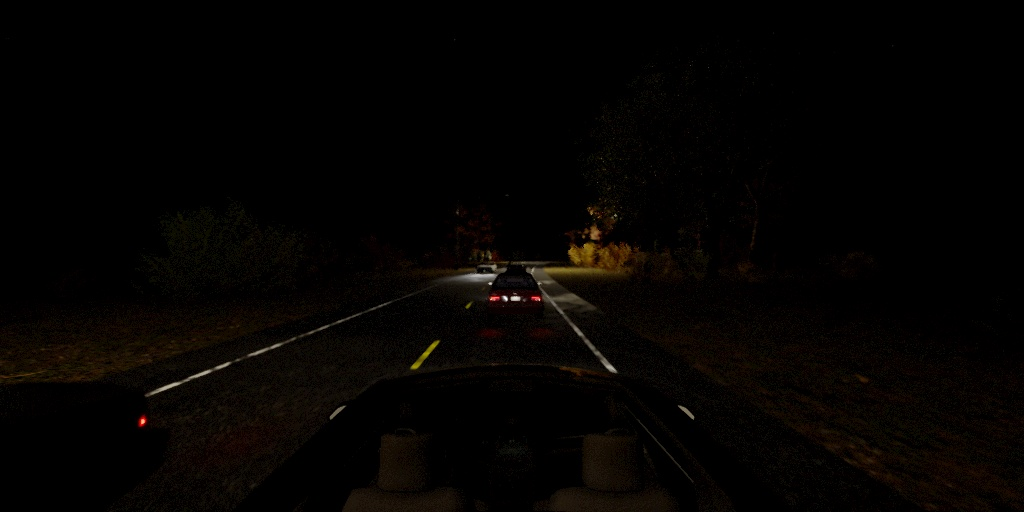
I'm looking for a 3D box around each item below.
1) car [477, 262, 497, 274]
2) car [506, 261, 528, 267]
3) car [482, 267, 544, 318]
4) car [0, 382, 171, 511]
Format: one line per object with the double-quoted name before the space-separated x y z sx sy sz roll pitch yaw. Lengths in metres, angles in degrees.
"car" -2.921 1.351 41.614 1.895 1.301 4.718 0 0 3
"car" 0.418 1.243 33.030 2.128 1.511 4.902 0 0 2
"car" 0.103 1.299 13.018 2.033 1.411 5.357 0 0 0
"car" -3.598 1.297 0.360 2.033 1.411 5.357 0 0 0
